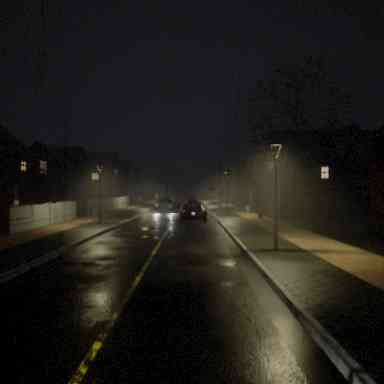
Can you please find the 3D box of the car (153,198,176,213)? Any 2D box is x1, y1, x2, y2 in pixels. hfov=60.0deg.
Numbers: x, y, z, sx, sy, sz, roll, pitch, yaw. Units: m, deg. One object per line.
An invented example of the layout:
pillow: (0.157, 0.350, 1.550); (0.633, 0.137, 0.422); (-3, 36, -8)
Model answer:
car: (-2.844, 1.367, 35.235); (1.812, 1.442, 4.674); (0, 0, 0)

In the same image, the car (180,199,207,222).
car: (0.096, 1.450, 25.020); (1.994, 1.385, 4.181); (0, 0, 0)

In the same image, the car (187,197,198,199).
car: (0.094, 1.339, 41.592); (1.812, 1.442, 4.674); (0, 0, 0)
